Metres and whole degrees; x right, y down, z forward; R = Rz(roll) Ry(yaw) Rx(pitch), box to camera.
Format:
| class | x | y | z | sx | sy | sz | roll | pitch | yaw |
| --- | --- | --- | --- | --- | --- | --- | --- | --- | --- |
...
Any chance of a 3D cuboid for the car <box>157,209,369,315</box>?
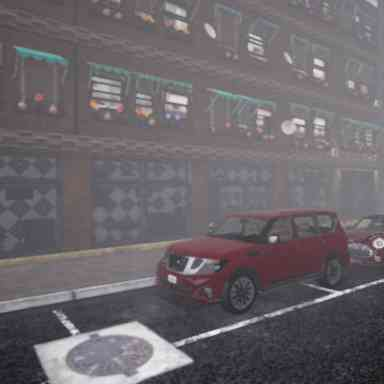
| class | x | y | z | sx | sy | sz | roll | pitch | yaw |
| --- | --- | --- | --- | --- | --- | --- | --- | --- | --- |
| car | 1.678 | 1.343 | 7.772 | 5.009 | 1.841 | 2.192 | 0 | -1 | -35 |

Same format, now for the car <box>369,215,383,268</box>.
| class | x | y | z | sx | sy | sz | roll | pitch | yaw |
| --- | --- | --- | --- | --- | --- | --- | --- | --- | --- |
| car | 6.290 | 1.496 | 11.059 | 4.097 | 1.590 | 1.967 | 0 | -1 | -35 |
